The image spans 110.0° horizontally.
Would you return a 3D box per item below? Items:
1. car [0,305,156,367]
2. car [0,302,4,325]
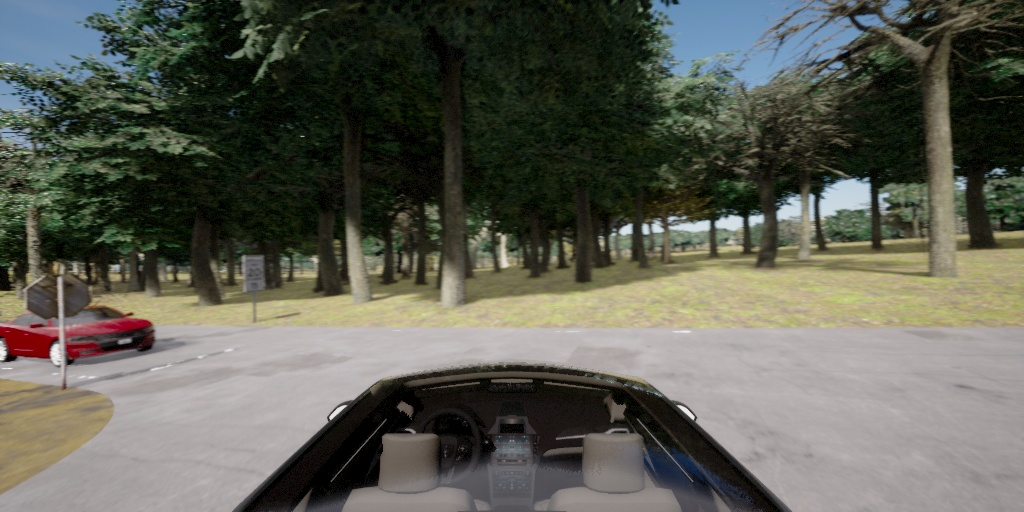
[{"bbox_3d":[-13.050,2.226,10.728,5.008,1.535,1.882,-3,-1,19],"label":"car"},{"bbox_3d":[-31.599,3.391,20.394,4.718,1.301,1.895,-3,-1,19],"label":"car"}]
